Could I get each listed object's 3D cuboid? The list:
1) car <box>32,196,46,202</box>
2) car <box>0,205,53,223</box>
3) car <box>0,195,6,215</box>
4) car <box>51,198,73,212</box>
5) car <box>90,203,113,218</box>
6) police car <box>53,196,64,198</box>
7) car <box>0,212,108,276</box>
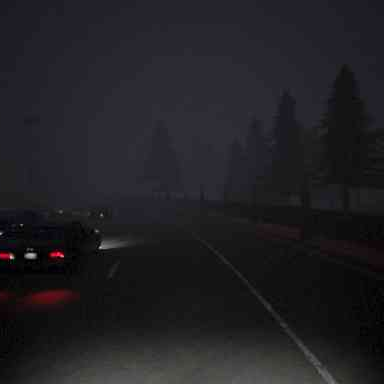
[{"bbox_3d":[-38.968,1.733,84.054,5.366,1.575,1.801,0,0,40],"label":"car"},{"bbox_3d":[-8.619,1.583,16.615,1.812,1.442,4.674,0,0,-10],"label":"car"},{"bbox_3d":[-21.779,1.354,36.082,2.150,2.045,5.566,0,0,-23],"label":"car"},{"bbox_3d":[-12.933,1.629,33.057,1.812,1.442,4.674,0,0,-19],"label":"car"},{"bbox_3d":[-8.348,1.687,30.413,1.895,1.301,4.718,0,0,-17],"label":"car"},{"bbox_3d":[-30.837,1.666,76.581,1.930,1.638,5.238,0,0,-45],"label":"police car"},{"bbox_3d":[-4.145,1.581,10.467,2.033,1.411,5.357,0,0,-6],"label":"car"}]
